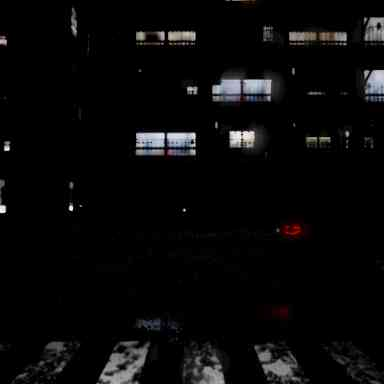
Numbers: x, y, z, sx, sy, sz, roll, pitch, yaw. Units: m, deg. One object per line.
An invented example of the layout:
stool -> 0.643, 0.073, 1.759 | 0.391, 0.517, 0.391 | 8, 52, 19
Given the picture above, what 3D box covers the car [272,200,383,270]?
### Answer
car -> 5.470, 1.291, 10.840 | 5.566, 2.045, 2.150 | -1, -1, 0
